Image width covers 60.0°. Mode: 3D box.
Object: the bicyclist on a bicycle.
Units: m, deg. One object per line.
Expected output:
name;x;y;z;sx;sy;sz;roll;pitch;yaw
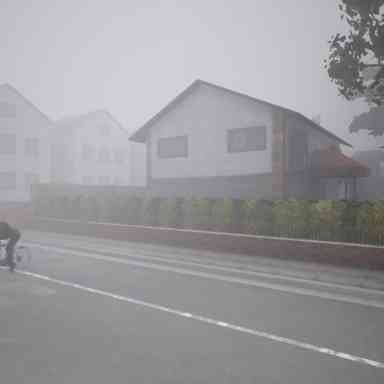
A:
bicyclist on a bicycle;-5.209;1.451;9.071;0.582;1.620;1.656;0;2;35

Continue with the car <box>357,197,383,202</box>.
car;14.618;1.168;25.879;3.806;1.475;1.970;0;0;35
